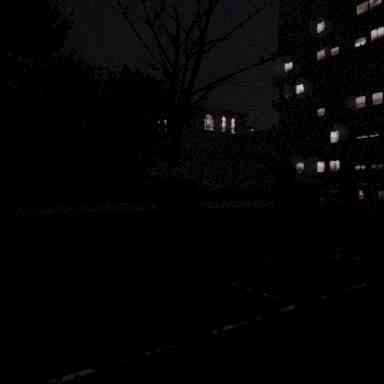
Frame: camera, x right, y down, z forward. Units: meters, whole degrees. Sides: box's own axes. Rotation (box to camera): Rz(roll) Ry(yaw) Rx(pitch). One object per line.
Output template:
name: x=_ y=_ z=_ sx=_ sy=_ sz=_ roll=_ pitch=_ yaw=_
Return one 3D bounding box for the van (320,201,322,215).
van: x=10.759 y=1.660 z=32.737 sx=1.690 sy=1.788 sz=3.998 roll=-1 pitch=0 yaw=-36
